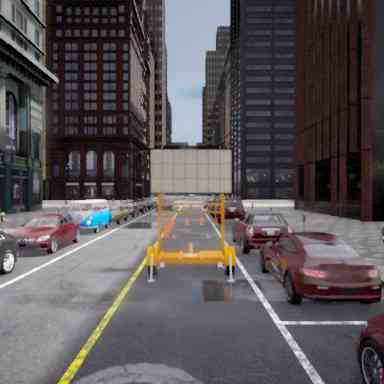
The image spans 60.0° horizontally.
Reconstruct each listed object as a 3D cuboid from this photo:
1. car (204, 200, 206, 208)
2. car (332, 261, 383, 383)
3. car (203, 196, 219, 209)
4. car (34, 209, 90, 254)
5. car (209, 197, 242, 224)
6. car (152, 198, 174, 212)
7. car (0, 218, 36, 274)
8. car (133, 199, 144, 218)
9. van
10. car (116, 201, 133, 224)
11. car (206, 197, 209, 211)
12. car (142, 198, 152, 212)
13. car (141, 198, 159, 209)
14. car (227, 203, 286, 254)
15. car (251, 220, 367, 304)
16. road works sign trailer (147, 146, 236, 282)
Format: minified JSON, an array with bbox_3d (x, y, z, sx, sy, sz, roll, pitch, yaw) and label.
[{"bbox_3d":[2.676,1.575,36.011,1.947,1.339,4.313,0,0,0],"label":"car"},{"bbox_3d":[2.755,1.581,2.194,1.802,1.307,4.206,0,0,0],"label":"car"},{"bbox_3d":[2.650,1.458,47.283,1.967,1.590,4.097,0,0,0],"label":"car"},{"bbox_3d":[-5.796,1.582,13.443,1.802,1.307,4.206,0,0,0],"label":"car"},{"bbox_3d":[2.701,1.318,24.738,2.192,1.841,5.009,0,0,0],"label":"car"},{"bbox_3d":[-3.180,1.517,38.896,1.837,1.490,4.892,0,0,0],"label":"car"},{"bbox_3d":[-5.784,1.550,7.805,2.008,1.369,4.403,0,0,0],"label":"car"},{"bbox_3d":[-5.835,1.588,30.352,1.802,1.307,4.206,0,0,0],"label":"car"},{"bbox_3d":[-5.810,1.342,19.079,1.690,1.788,3.998,0,0,0],"label":"van"},{"bbox_3d":[-5.822,1.528,24.545,1.752,1.417,4.829,0,0,0],"label":"car"},{"bbox_3d":[2.688,1.321,30.374,2.192,1.841,5.009,0,0,0],"label":"car"},{"bbox_3d":[-5.848,1.575,35.989,1.947,1.339,4.313,0,0,0],"label":"car"},{"bbox_3d":[-5.874,1.569,47.262,2.008,1.369,4.403,0,0,0],"label":"car"},{"bbox_3d":[2.728,1.440,13.467,1.967,1.590,4.097,0,0,0],"label":"car"},{"bbox_3d":[2.741,1.581,7.831,1.802,1.307,4.206,0,0,0],"label":"car"},{"bbox_3d":[-0.023,0.463,9.713,2.380,3.560,2.880,0,0,0],"label":"road works sign trailer"}]
